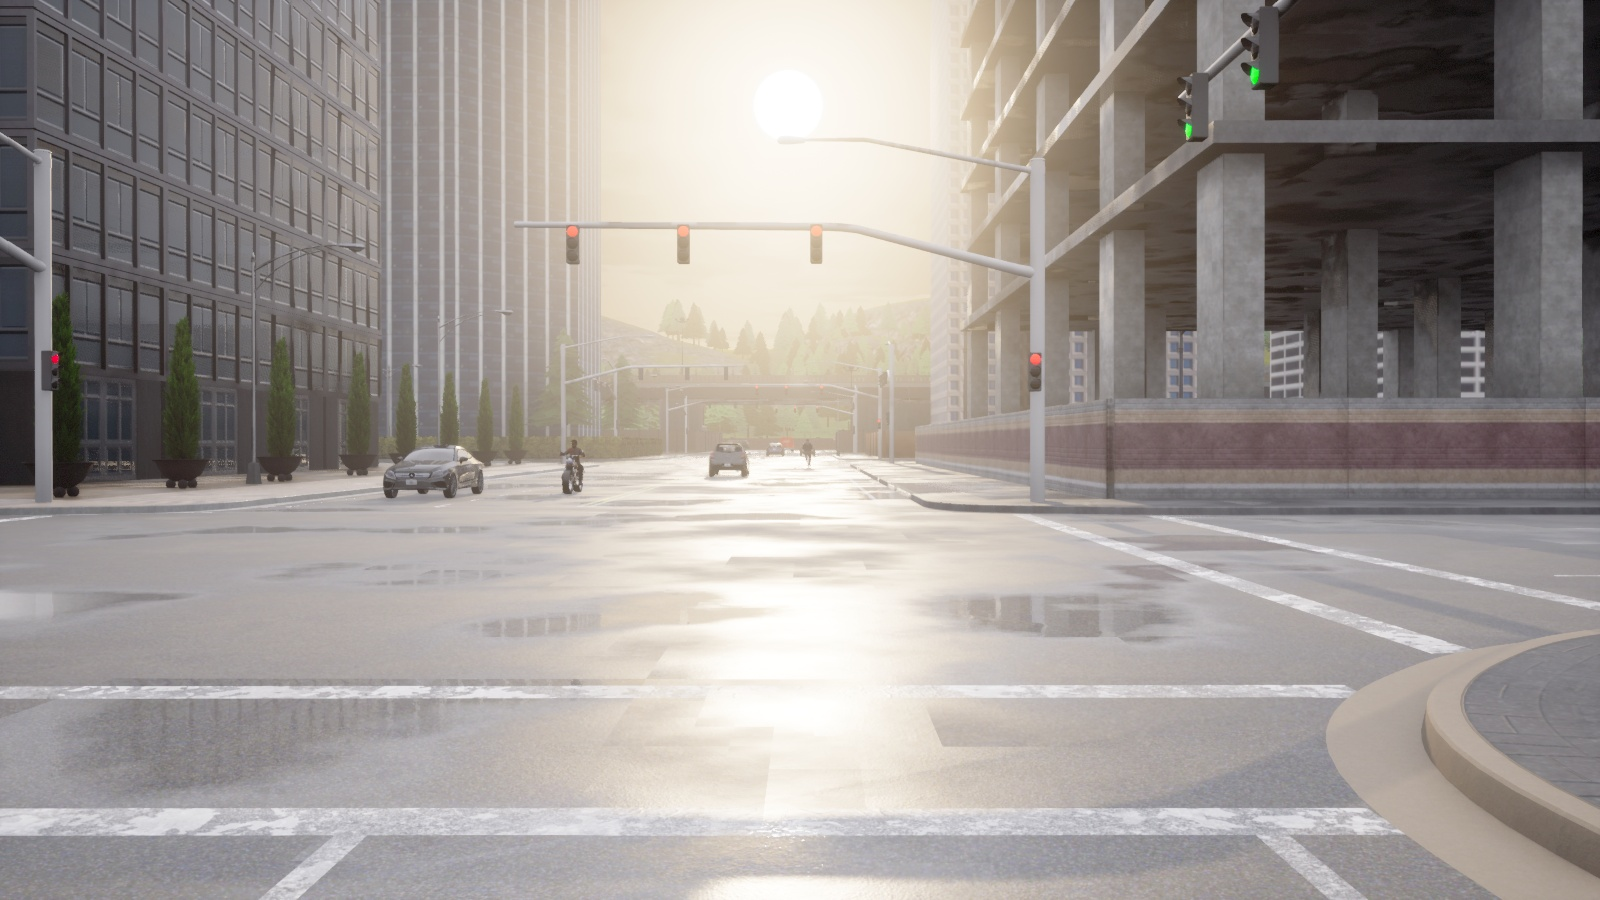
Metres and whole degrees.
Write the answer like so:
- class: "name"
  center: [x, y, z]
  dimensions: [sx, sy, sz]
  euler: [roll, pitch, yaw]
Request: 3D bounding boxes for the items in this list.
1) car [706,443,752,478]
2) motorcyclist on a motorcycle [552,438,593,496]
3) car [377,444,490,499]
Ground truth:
- class: "car"
  center: [-3.152, 0.439, 56.562]
  dimensions: [1.845, 1.501, 3.633]
  euler: [0, 0, 0]
- class: "motorcyclist on a motorcycle"
  center: [-6.765, 0.480, 37.403]
  dimensions: [0.766, 1.649, 2.350]
  euler: [0, 0, 0]
- class: "car"
  center: [-10.276, 0.563, 35.566]
  dimensions: [1.812, 1.442, 4.674]
  euler: [0, 0, 0]
